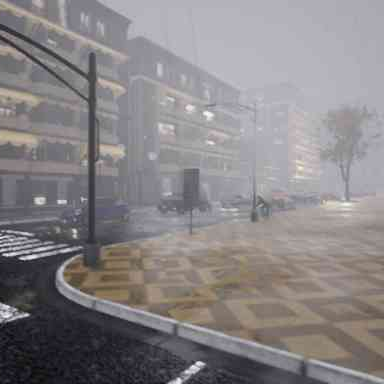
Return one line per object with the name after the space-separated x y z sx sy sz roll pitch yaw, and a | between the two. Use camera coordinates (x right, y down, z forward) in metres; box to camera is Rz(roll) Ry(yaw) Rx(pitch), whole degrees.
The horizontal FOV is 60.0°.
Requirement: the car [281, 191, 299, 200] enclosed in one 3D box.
17.849 0.563 60.566 1.752 1.417 4.829 2 2 35 | car

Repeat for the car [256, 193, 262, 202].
8.436 0.845 46.971 2.008 1.369 4.403 2 2 35 | car

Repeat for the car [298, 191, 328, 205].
15.325 0.898 42.200 2.008 1.369 4.403 1 2 35 | car

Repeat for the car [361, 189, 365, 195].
34.346 0.382 69.671 2.008 1.369 4.403 1 2 35 | car

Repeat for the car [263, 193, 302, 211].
8.985 1.072 33.043 2.008 1.369 4.403 1 2 35 | car

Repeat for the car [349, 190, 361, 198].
31.176 0.467 65.094 2.008 1.369 4.403 1 2 35 | car

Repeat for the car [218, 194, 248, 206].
5.266 0.947 42.392 1.947 1.339 4.313 2 2 35 | car

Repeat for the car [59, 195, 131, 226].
-6.158 1.124 21.347 2.097 1.767 4.553 0 1 37 | car

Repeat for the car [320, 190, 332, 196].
33.796 0.152 83.600 1.887 1.381 4.507 2 2 35 | car

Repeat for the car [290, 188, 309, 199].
21.119 0.264 65.280 2.192 1.841 5.009 2 2 35 | car

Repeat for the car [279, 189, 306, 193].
13.855 0.789 44.734 1.882 1.535 5.008 0 1 35 | car

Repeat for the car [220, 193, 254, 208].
5.126 0.986 37.642 1.812 1.442 4.674 0 1 35 | car

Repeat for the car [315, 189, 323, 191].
19.724 0.655 53.299 1.837 1.490 4.892 0 1 35 | car

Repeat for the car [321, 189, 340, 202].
21.763 0.697 51.497 1.752 1.417 4.829 1 2 35 | car

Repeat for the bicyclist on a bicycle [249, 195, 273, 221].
4.419 1.034 21.286 1.656 1.620 0.582 0 1 35 | bicyclist on a bicycle

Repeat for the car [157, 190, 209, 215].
-0.664 0.841 29.284 2.150 2.045 5.566 0 1 35 | car

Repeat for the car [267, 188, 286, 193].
12.165 0.490 47.690 2.150 2.045 5.566 0 1 36 | car

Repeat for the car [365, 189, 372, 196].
40.686 0.100 78.827 1.967 1.590 4.097 1 2 35 | car
